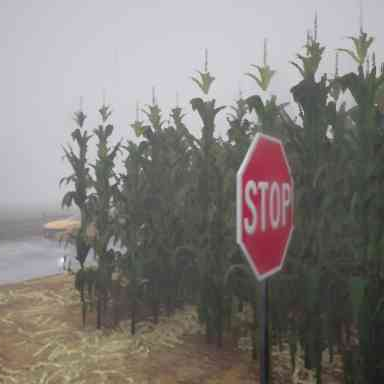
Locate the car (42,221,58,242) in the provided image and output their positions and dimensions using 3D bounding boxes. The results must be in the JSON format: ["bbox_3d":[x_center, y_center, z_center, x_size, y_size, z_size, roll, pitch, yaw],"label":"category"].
[{"bbox_3d":[-5.115,1.659,17.039,1.882,1.535,5.008,0,0,34],"label":"car"}]
